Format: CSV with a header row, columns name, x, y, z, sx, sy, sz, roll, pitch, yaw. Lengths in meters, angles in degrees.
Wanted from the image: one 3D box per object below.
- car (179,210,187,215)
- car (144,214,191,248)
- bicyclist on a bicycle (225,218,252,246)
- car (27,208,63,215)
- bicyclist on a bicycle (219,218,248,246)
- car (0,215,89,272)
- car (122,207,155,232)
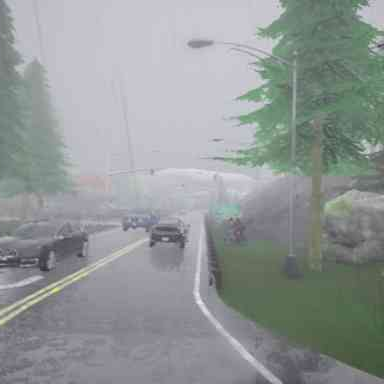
name,x,y,z,sx,sy,sz,roll,pitch,yaw
car,-2.410,5.647,89.026,1.837,1.490,4.892,2,-3,2
car,-1.208,2.222,18.925,1.837,1.490,4.892,2,-3,3
bicyclist on a bicycle,2.831,2.375,20.010,1.656,1.620,0.582,4,-3,-40
car,-20.548,3.055,46.433,4.892,1.490,1.837,2,-3,2
bicyclist on a bicycle,2.416,2.321,19.252,1.656,1.620,0.582,1,-3,12
car,-5.107,1.722,11.635,1.837,1.490,4.892,2,-3,2
car,-4.420,2.316,28.950,2.150,2.045,5.566,2,-3,2
